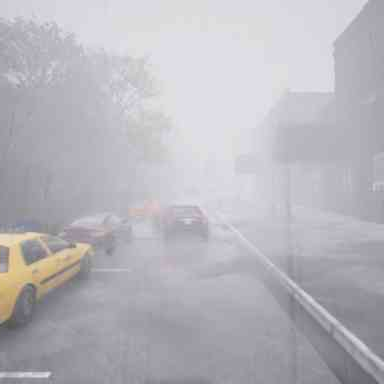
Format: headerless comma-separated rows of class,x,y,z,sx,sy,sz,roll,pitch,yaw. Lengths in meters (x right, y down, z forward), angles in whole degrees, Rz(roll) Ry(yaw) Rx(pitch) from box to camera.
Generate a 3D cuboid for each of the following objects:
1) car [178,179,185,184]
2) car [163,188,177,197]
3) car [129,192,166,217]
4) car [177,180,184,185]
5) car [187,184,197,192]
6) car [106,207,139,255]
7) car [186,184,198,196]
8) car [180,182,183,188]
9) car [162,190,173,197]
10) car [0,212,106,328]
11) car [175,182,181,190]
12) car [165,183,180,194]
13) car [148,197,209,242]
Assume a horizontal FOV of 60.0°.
car,-3.629,-1.886,87.713,2.163,1.488,4.792,0,3,2
car,-3.623,0.689,43.162,2.231,1.521,4.892,1,3,2
car,-3.621,1.167,26.409,2.185,1.767,4.553,2,1,2
car,-3.626,-1.259,76.745,1.946,1.575,5.366,0,3,2
car,0.018,-0.947,69.765,2.033,1.411,5.357,0,3,0
car,-3.648,1.525,13.151,2.002,1.452,4.674,0,0,2
car,0.015,-0.223,59.300,1.882,1.535,5.008,0,3,0
car,-3.636,-0.582,65.431,2.231,1.521,4.892,0,3,2
car,-3.621,0.925,37.428,1.946,1.575,5.366,1,2,2
car,-3.643,1.487,7.014,1.946,1.575,5.366,0,1,2
car,-3.639,-0.378,59.837,2.185,1.767,4.553,0,3,2
car,-3.640,-0.050,54.276,2.185,1.767,4.553,0,3,2
car,-0.715,1.330,16.562,2.097,1.767,4.553,-1,1,-14
